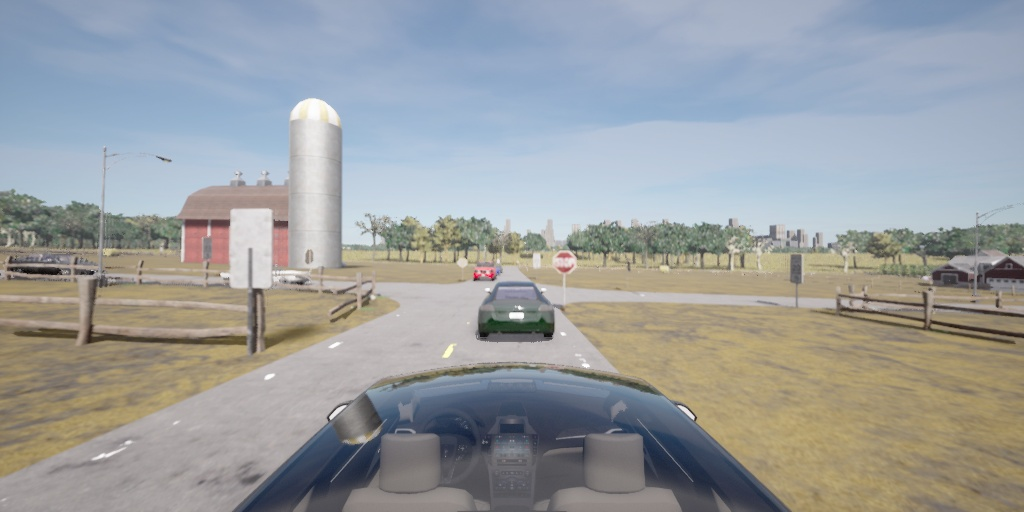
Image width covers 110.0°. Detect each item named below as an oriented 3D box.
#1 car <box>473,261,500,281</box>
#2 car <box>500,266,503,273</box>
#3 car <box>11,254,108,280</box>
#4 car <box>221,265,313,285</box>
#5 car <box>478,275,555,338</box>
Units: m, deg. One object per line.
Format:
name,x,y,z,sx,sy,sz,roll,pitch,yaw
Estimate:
car,-2.824,1.587,38.437,2.150,2.045,5.566,0,-1,1
car,-2.777,2.164,52.967,1.882,1.535,5.008,0,-1,0
car,-28.582,0.639,22.633,4.902,1.511,2.128,2,0,0
car,-15.304,1.197,22.631,4.718,1.301,1.895,2,0,-1
car,0.108,1.424,10.575,1.994,1.385,4.181,0,-1,0
